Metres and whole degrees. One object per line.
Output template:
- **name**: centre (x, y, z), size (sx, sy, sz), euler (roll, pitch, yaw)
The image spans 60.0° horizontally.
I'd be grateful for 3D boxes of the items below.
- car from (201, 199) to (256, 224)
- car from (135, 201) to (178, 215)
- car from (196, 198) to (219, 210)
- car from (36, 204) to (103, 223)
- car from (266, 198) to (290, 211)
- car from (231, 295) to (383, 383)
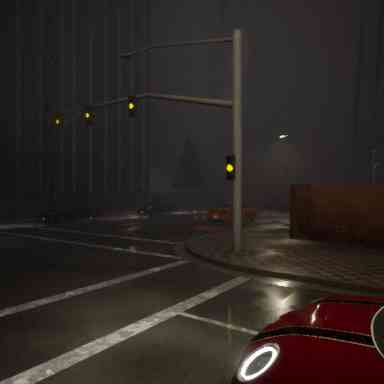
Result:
- **car**: centre (3.016, 1.477, 24.260), size (1.882, 1.535, 5.008), euler (0, 0, 35)
- **car**: centre (-3.498, 1.601, 33.572), size (1.895, 1.301, 4.718), euler (0, 0, 35)
- **car**: centre (2.344, 1.491, 41.784), size (2.128, 1.511, 4.902), euler (0, 0, 36)
- **car**: centre (-9.276, 1.601, 25.415), size (1.895, 1.301, 4.718), euler (0, 0, 35)
- **car**: centre (10.784, 1.491, 41.299), size (2.128, 1.511, 4.902), euler (0, 0, 36)
- **car**: centre (2.501, 1.352, 2.175), size (4.553, 1.767, 2.097), euler (0, 0, 36)
